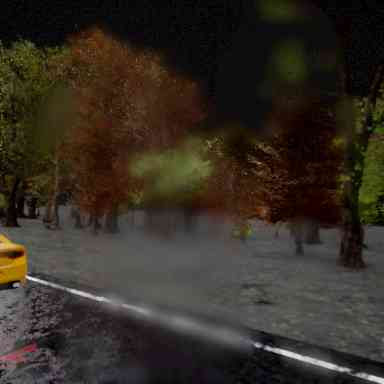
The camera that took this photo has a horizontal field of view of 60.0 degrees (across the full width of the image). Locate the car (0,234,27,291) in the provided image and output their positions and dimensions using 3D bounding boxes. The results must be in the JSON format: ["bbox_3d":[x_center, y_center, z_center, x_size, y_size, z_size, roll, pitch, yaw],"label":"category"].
[{"bbox_3d":[-5.835,1.449,7.864,5.008,1.535,1.882,1,0,38],"label":"car"}]
